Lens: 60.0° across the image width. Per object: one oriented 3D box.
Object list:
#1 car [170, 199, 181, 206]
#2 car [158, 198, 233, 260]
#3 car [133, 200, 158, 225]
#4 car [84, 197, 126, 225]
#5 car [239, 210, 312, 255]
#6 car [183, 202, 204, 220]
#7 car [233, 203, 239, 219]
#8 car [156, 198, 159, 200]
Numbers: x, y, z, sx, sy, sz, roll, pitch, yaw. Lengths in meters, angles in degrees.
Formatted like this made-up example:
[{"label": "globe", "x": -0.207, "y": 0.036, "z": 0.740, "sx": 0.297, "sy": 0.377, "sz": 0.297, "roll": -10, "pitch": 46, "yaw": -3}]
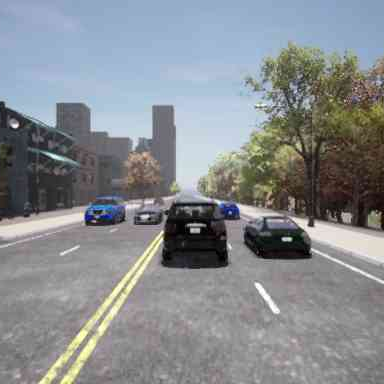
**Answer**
[{"label": "car", "x": -3.257, "y": 2.026, "z": 67.040, "sx": 1.895, "sy": 1.301, "sz": 4.718, "roll": 0, "pitch": 0, "yaw": 0}, {"label": "car", "x": 0.100, "y": 1.307, "z": 12.982, "sx": 2.150, "sy": 2.045, "sz": 5.566, "roll": 0, "pitch": 0, "yaw": 0}, {"label": "car", "x": -3.350, "y": 1.661, "z": 25.965, "sx": 2.128, "sy": 1.511, "sz": 4.902, "roll": 0, "pitch": 0, "yaw": 0}, {"label": "car", "x": -6.601, "y": 1.390, "z": 25.921, "sx": 2.150, "sy": 2.045, "sz": 5.566, "roll": 0, "pitch": 0, "yaw": 0}, {"label": "car", "x": 3.348, "y": 1.655, "z": 13.737, "sx": 1.994, "sy": 1.385, "sz": 4.181, "roll": 0, "pitch": 0, "yaw": 0}, {"label": "car", "x": 0.098, "y": 1.729, "z": 31.107, "sx": 1.812, "sy": 1.442, "sz": 4.674, "roll": 0, "pitch": 0, "yaw": 0}, {"label": "car", "x": 3.348, "y": 1.684, "z": 31.593, "sx": 1.882, "sy": 1.535, "sz": 5.008, "roll": 0, "pitch": 0, "yaw": 0}, {"label": "car", "x": -6.507, "y": 1.929, "z": 67.032, "sx": 1.837, "sy": 1.490, "sz": 4.892, "roll": 0, "pitch": 0, "yaw": 0}]
